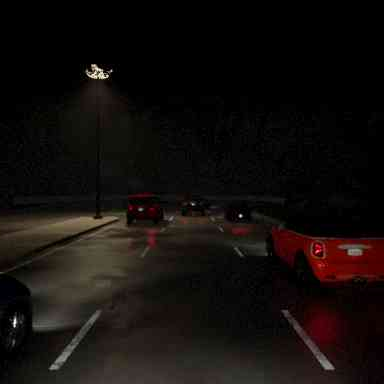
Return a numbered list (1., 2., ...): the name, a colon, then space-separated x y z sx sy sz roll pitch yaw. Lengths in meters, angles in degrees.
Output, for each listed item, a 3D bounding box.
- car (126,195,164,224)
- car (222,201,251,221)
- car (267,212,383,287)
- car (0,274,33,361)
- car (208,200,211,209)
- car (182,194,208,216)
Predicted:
1. car: -3.398 1.224 24.739 2.150 2.045 5.566 0 0 0
2. car: 3.606 1.505 27.046 1.837 1.490 4.892 0 0 0
3. car: 3.600 1.352 9.466 2.097 1.767 4.553 0 0 0
4. car: -3.399 1.354 3.068 2.097 1.767 4.553 0 0 0
5. car: 1.313 1.491 43.262 2.128 1.511 4.902 0 0 12
6. car: 0.199 1.222 32.910 2.150 2.045 5.566 0 0 2
